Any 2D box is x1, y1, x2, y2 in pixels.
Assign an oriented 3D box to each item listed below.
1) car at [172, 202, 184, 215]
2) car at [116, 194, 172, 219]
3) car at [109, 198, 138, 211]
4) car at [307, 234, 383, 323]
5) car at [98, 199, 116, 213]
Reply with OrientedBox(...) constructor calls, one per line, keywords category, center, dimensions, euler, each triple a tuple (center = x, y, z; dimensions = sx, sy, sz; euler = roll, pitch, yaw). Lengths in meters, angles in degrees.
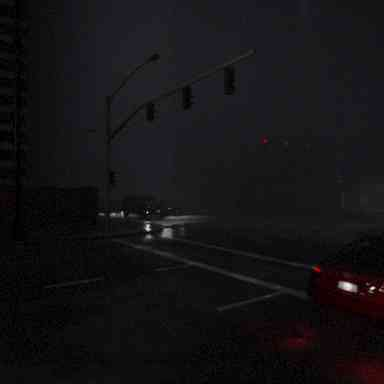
OrientedBox(category="car", center=(-2.684, 1.554, 33.410), dimensions=(1.812, 1.442, 4.674), euler=(0, 0, -36))
OrientedBox(category="car", center=(-4.398, 1.244, 29.770), dimensions=(2.150, 2.045, 5.566), euler=(0, 0, -36))
OrientedBox(category="car", center=(-8.708, 1.554, 41.764), dimensions=(1.812, 1.442, 4.674), euler=(0, 0, -36))
OrientedBox(category="car", center=(4.279, 1.576, 6.809), dimensions=(4.181, 1.385, 1.994), euler=(0, 0, -35))
OrientedBox(category="car", center=(-10.488, 1.514, 38.235), dimensions=(2.128, 1.511, 4.902), euler=(0, 0, -36))
